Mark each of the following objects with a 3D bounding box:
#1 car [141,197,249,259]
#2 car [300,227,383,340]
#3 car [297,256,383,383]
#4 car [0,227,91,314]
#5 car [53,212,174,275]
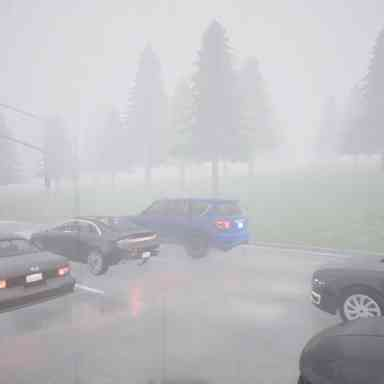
[{"bbox_3d":[-0.540,1.221,12.837,5.566,2.045,2.150,0,0,35],"label":"car"},{"bbox_3d":[4.409,1.505,5.146,4.892,1.490,1.837,0,0,35],"label":"car"},{"bbox_3d":[3.122,1.478,1.764,5.008,1.535,1.882,0,0,35],"label":"car"},{"bbox_3d":[-4.807,1.547,7.285,5.357,1.411,2.033,0,0,36],"label":"car"},{"bbox_3d":[-3.211,1.492,10.451,4.902,1.511,2.128,0,0,36],"label":"car"}]
